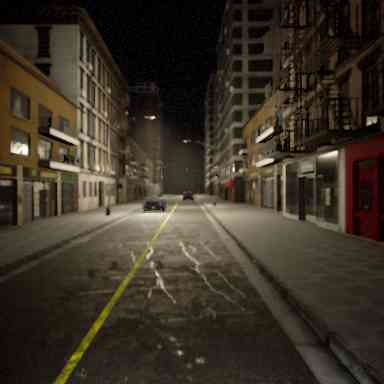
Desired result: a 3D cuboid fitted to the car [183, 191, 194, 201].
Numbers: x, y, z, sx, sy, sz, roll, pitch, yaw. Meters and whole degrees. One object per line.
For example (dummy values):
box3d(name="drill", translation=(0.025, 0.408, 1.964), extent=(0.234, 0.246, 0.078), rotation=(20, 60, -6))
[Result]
box3d(name="car", translation=(-0.656, 0.800, 59.407), extent=(1.812, 1.442, 4.674), rotation=(0, 1, -1))

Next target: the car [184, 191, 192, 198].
box3d(name="car", translation=(-0.987, 0.551, 77.250), extent=(1.882, 1.535, 5.008), rotation=(0, 1, -1))

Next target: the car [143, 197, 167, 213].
box3d(name="car", translation=(-3.490, 1.194, 31.893), extent=(1.994, 1.385, 4.181), rotation=(0, 1, -1))
